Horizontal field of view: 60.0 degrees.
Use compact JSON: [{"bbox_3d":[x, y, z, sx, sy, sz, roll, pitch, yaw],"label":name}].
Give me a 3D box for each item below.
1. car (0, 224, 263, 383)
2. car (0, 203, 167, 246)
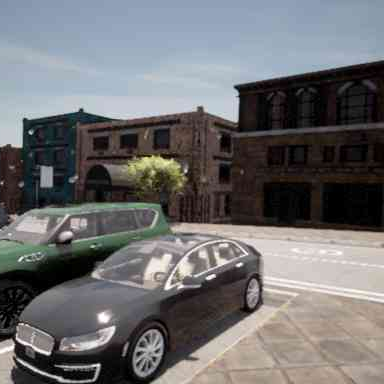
[{"bbox_3d":[-0.391,1.519,5.688,2.231,1.521,4.892,-1,0,36],"label":"car"},{"bbox_3d":[-2.693,1.301,7.289,2.435,2.045,5.566,-1,-1,36],"label":"car"}]
